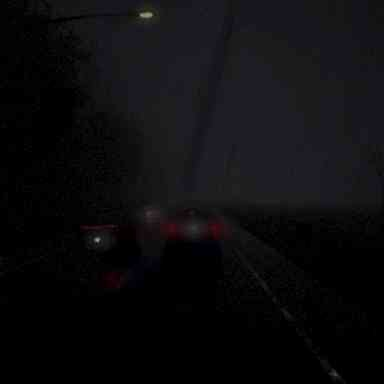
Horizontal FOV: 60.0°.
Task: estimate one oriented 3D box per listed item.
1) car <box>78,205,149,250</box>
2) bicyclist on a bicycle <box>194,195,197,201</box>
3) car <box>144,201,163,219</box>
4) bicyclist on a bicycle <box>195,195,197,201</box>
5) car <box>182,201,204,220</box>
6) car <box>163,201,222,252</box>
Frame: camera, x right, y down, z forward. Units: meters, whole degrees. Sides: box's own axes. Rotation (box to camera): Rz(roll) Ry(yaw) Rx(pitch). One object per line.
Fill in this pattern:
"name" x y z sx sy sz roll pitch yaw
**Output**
"car" -3.409 1.528 14.507 2.128 1.511 4.902 0 0 0
"bicyclist on a bicycle" 0.989 1.693 92.274 0.582 1.620 1.656 0 0 0
"car" -3.405 1.581 29.771 1.837 1.490 4.892 0 0 0
"bicyclist on a bicycle" 0.985 1.586 83.269 0.659 1.776 1.843 0 0 0
"car" 0.095 1.581 29.756 1.837 1.490 4.892 0 0 0
"car" 0.089 1.390 14.265 2.097 1.767 4.553 0 0 0
